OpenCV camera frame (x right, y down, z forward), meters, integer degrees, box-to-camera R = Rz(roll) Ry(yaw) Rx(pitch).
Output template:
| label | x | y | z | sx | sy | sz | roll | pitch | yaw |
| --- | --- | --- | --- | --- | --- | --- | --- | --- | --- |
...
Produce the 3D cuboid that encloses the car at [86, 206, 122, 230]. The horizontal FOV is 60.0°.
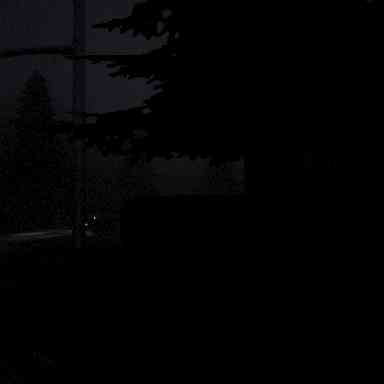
| label | x | y | z | sx | sy | sz | roll | pitch | yaw |
| --- | --- | --- | --- | --- | --- | --- | --- | --- | --- |
| car | -4.935 | 1.586 | 21.338 | 1.895 | 1.301 | 4.718 | 0 | 0 | 36 |
